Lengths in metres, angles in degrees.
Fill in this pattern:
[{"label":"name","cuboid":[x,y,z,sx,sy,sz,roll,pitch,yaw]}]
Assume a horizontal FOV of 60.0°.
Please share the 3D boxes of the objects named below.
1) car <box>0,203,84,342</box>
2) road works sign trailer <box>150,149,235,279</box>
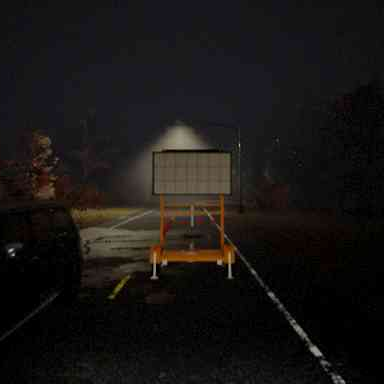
[{"label":"car","cuboid":[-3.493,1.244,5.275,2.150,2.045,5.566,0,0,0]},{"label":"road works sign trailer","cuboid":[0.009,0.507,10.182,2.380,3.560,2.880,0,0,0]}]
